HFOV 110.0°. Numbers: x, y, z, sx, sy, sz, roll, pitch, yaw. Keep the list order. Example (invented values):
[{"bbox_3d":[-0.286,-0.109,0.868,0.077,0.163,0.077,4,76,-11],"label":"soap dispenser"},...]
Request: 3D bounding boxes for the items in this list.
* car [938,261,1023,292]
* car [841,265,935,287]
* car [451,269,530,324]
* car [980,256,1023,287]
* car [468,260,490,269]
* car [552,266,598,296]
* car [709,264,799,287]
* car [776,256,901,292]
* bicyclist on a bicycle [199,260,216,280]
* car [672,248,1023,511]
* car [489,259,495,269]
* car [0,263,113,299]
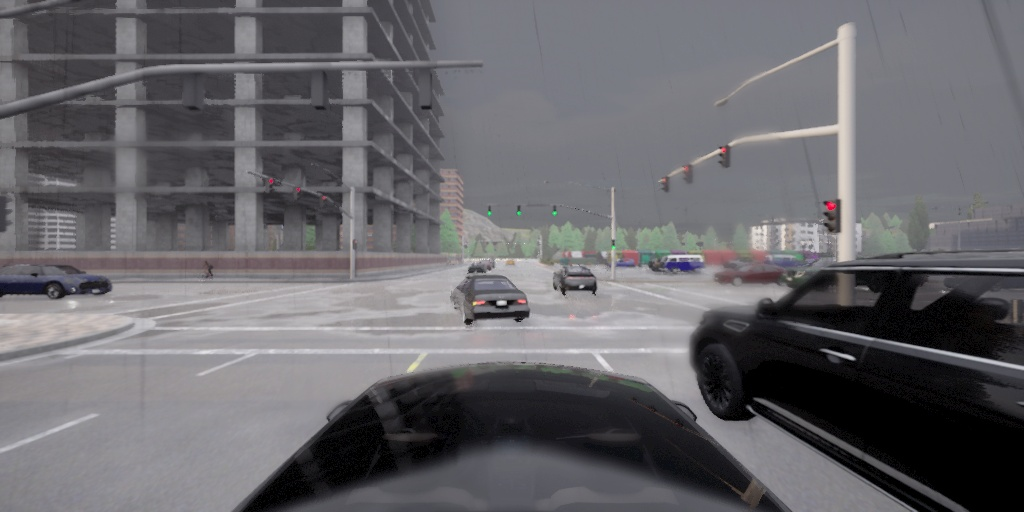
[{"bbox_3d":[29.174,1.180,21.586,4.553,1.767,2.097,0,0,0],"label":"car"},{"bbox_3d":[26.169,1.360,25.091,4.674,1.442,1.812,0,0,0],"label":"car"},{"bbox_3d":[-0.937,1.341,12.302,2.033,1.411,5.357,0,0,-15],"label":"car"},{"bbox_3d":[36.865,1.052,25.049,5.566,2.045,2.150,0,0,0],"label":"car"},{"bbox_3d":[-3.891,1.417,40.725,1.895,1.301,4.718,0,0,0],"label":"car"},{"bbox_3d":[3.401,1.298,20.007,2.128,1.511,4.902,0,0,-1],"label":"car"},{"bbox_3d":[16.858,1.316,25.141,5.008,1.535,1.882,0,0,0],"label":"car"},{"bbox_3d":[19.533,1.053,21.630,5.566,2.045,2.150,0,0,0],"label":"car"},{"bbox_3d":[-25.566,1.162,30.099,0.582,1.620,1.656,0,0,0],"label":"bicyclist on a bicycle"},{"bbox_3d":[3.574,0.971,2.694,2.150,2.045,5.566,0,0,0],"label":"car"},{"bbox_3d":[-3.865,1.310,50.893,1.882,1.535,5.008,0,0,1],"label":"car"},{"bbox_3d":[-23.229,1.193,18.108,4.553,1.767,2.097,0,0,0],"label":"car"}]
